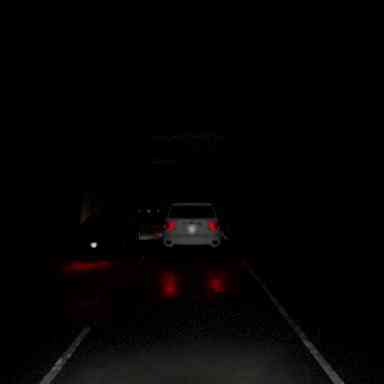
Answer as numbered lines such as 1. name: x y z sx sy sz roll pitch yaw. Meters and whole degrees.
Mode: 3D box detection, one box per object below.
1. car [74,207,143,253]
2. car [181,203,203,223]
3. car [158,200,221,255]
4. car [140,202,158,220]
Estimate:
1. car: -3.498 1.643 14.306 1.837 1.490 4.892 0 0 0
2. car: 0.024 1.802 29.372 1.812 1.442 4.674 0 0 1
3. car: 0.000 1.349 14.026 2.150 2.045 5.566 0 0 0
4. car: -3.489 1.624 29.073 2.097 1.767 4.553 0 -1 0
